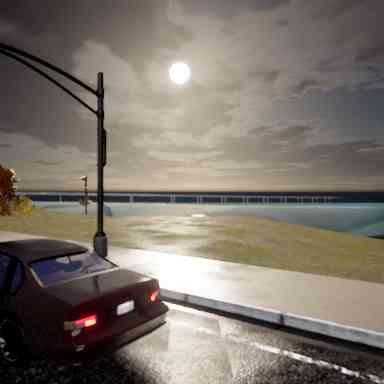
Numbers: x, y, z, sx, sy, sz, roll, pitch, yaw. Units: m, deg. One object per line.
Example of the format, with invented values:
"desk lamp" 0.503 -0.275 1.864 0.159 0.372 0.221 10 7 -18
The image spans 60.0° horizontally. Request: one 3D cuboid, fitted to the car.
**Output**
"car" -2.912 1.550 5.772 5.357 1.411 2.033 0 0 35
